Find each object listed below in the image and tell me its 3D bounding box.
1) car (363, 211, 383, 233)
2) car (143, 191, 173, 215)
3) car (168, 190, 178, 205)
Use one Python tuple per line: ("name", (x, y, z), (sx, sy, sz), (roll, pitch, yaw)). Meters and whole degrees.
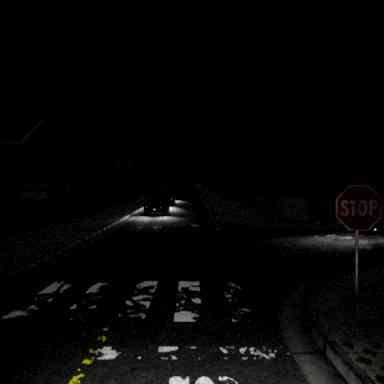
("car", (11.068, 1.562, 17.820), (4.718, 1.301, 1.895), (0, 0, -30))
("car", (-2.876, 1.011, 27.848), (1.837, 1.490, 4.892), (0, 2, 0))
("car", (-2.888, 0.760, 37.809), (1.895, 1.301, 4.718), (0, 2, 0))
